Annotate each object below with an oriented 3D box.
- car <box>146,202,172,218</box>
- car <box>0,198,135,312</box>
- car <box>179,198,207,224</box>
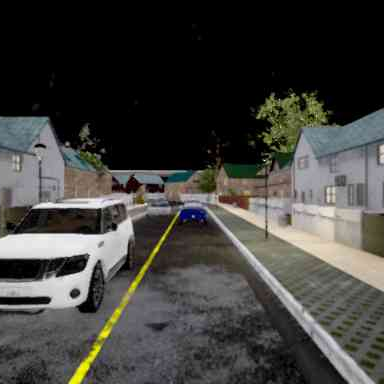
[{"bbox_3d":[-2.862,1.552,29.530,1.895,1.301,4.718,0,0,0],"label":"car"},{"bbox_3d":[-2.811,1.206,8.019,2.150,2.045,5.566,0,0,0],"label":"car"},{"bbox_3d":[0.088,1.439,24.271,1.882,1.535,5.008,0,0,0],"label":"car"}]
